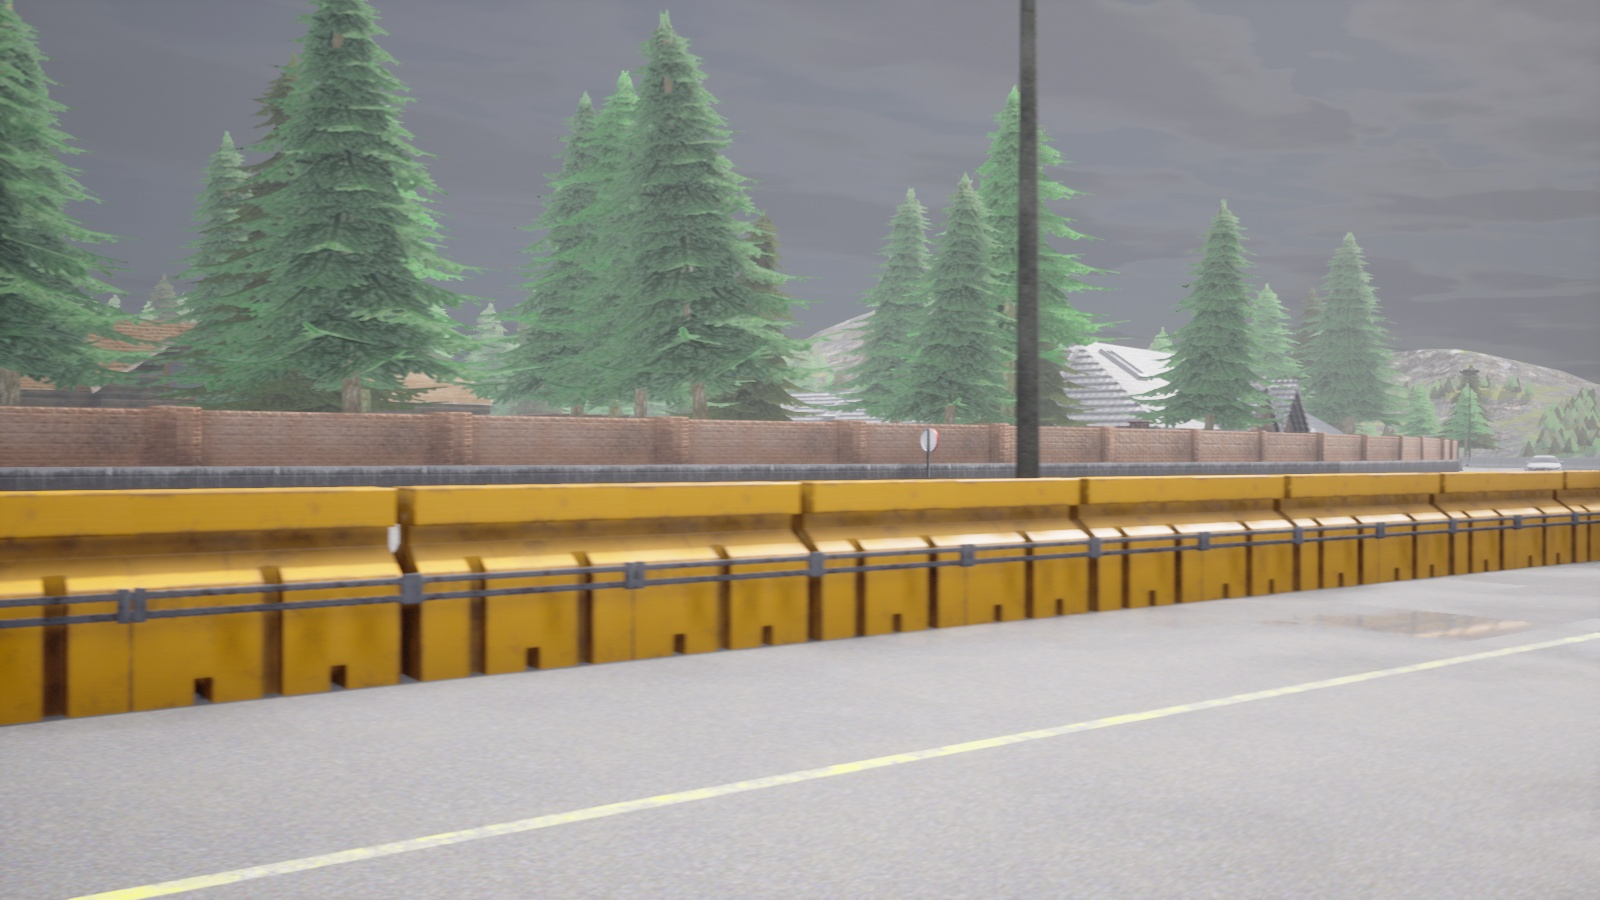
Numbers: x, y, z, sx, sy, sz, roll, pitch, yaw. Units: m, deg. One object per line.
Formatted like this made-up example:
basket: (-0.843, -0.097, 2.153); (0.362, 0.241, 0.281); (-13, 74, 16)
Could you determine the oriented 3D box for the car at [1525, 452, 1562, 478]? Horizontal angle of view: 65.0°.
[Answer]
car: (43.835, 0.859, 73.993); (1.812, 1.442, 4.674); (0, 0, 32)
